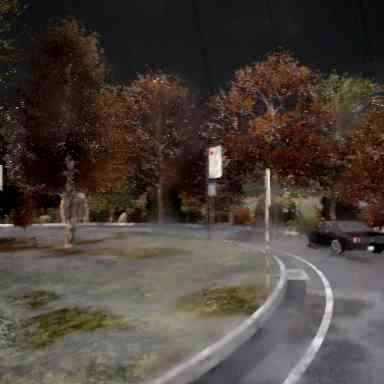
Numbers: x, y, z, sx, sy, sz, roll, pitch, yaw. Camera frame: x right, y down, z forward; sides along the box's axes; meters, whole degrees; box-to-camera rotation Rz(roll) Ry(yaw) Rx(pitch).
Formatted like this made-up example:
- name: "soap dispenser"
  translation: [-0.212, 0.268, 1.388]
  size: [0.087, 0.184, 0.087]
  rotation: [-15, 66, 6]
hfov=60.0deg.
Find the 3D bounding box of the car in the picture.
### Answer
- name: "car"
  translation: [6.506, 1.947, 14.761]
  size: [1.895, 1.301, 4.718]
  rotation: [0, -3, -6]
